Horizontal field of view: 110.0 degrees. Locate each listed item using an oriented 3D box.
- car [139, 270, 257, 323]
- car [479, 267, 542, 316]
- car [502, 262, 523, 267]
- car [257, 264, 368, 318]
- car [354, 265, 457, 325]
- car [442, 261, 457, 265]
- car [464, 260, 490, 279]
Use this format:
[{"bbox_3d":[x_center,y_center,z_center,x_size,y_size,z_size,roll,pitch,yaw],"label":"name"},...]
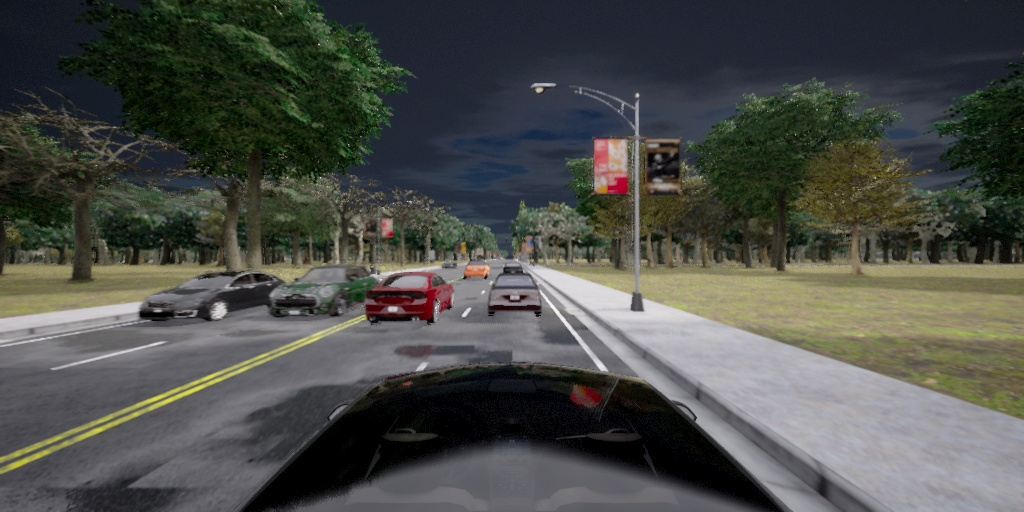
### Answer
[{"bbox_3d":[-9.852,1.279,12.398,1.837,1.490,4.892,0,0,0],"label":"car"},{"bbox_3d":[0.092,1.324,13.492,2.033,1.411,5.357,0,0,0],"label":"car"},{"bbox_3d":[0.094,1.308,34.966,1.882,1.535,5.008,0,0,0],"label":"car"},{"bbox_3d":[-6.603,1.128,13.124,2.097,1.767,4.553,0,0,0],"label":"car"},{"bbox_3d":[-3.162,1.251,12.005,1.882,1.535,5.008,0,0,0],"label":"car"},{"bbox_3d":[-9.830,1.449,56.353,1.994,1.385,4.181,0,0,0],"label":"car"},{"bbox_3d":[-3.158,1.177,33.139,2.097,1.767,4.553,0,0,0],"label":"car"}]
